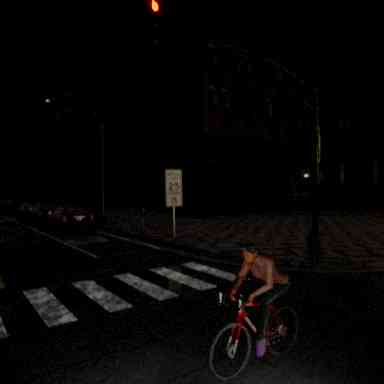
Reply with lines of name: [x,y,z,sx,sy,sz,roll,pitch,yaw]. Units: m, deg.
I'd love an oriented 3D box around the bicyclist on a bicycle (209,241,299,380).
bicyclist on a bicycle: [0.853,1.437,4.261,1.656,1.620,0.582,-1,1,-36]

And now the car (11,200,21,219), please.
car: [-13.240,1.561,27.196,1.802,1.307,4.206,-1,1,-36]

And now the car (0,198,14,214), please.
car: [-19.623,1.539,35.970,1.887,1.381,4.507,-1,1,-36]

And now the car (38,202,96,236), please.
car: [-6.861,1.405,18.420,1.967,1.590,4.097,-1,1,-36]

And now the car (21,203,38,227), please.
car: [-10.052,1.412,22.807,1.967,1.590,4.097,-1,1,-36]
